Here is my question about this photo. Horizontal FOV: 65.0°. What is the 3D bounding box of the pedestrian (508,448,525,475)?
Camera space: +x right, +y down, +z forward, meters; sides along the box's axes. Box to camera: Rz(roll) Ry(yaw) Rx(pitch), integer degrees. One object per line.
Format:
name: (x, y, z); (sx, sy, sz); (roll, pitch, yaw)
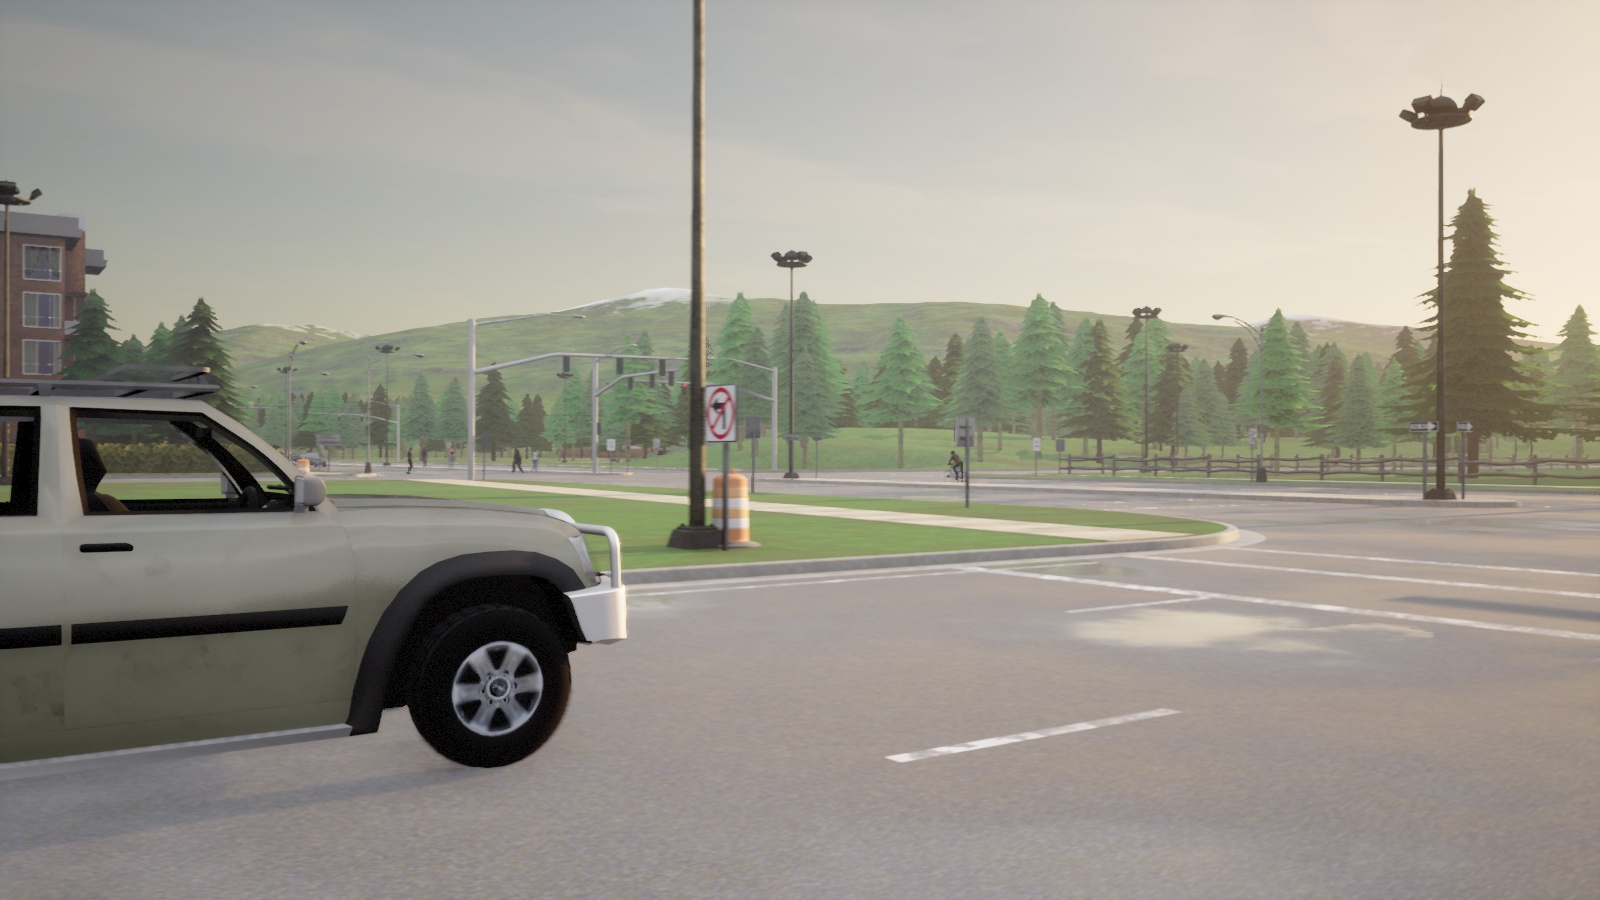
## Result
pedestrian: (-19.640, 0.776, 86.997); (0.899, 1.844, 0.634); (0, 0, -45)

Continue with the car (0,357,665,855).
car: (-3.116, 0.582, 5.755); (4.605, 1.855, 1.932); (0, 0, -35)
